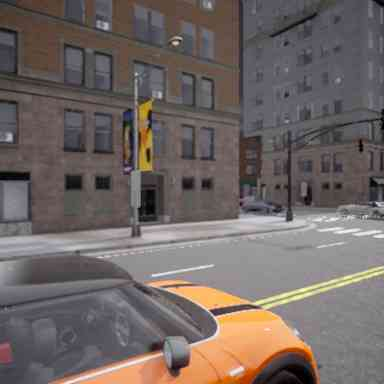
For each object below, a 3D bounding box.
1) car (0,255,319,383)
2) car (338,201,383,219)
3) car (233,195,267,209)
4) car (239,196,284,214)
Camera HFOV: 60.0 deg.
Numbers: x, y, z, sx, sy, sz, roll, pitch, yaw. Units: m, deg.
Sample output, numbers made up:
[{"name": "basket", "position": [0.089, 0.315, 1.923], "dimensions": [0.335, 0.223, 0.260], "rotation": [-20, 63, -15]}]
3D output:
[{"name": "car", "position": [-1.015, 1.347, 2.713], "dimensions": [4.553, 1.767, 2.097], "rotation": [-1, 0, -35]}, {"name": "car", "position": [14.231, 1.406, 26.770], "dimensions": [1.895, 1.301, 4.718], "rotation": [0, 0, -25]}, {"name": "car", "position": [7.185, 1.216, 41.508], "dimensions": [1.967, 1.590, 4.097], "rotation": [0, 0, -35]}, {"name": "car", "position": [6.864, 1.367, 32.405], "dimensions": [1.994, 1.385, 4.181], "rotation": [0, 0, -35]}]
